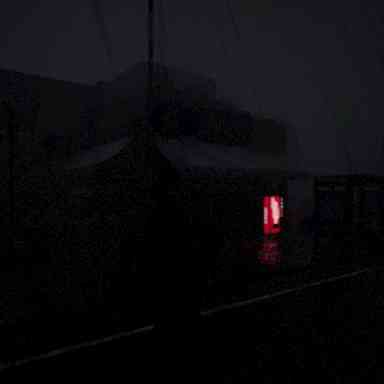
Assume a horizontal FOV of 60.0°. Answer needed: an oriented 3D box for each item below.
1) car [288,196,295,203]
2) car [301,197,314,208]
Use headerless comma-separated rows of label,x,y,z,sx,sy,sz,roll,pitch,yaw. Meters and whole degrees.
car,21.481,1.627,74.358,3.633,1.501,1.845,0,0,-36
car,18.031,1.427,48.091,5.027,1.636,2.152,0,0,-36
